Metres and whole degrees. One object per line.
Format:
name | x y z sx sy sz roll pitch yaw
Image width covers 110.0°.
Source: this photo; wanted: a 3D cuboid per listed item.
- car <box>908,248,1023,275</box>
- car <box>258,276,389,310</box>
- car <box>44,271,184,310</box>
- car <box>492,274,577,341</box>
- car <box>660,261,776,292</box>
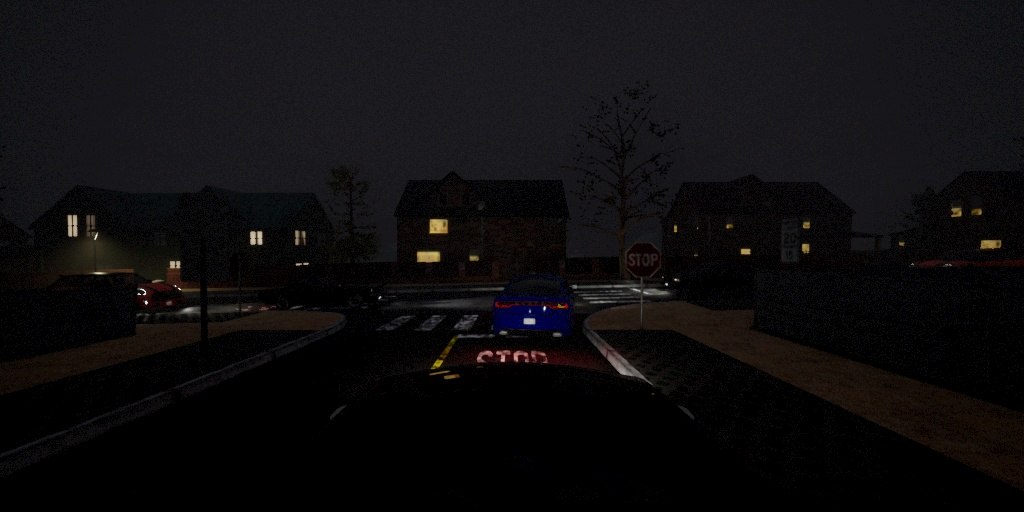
car | 22.977 0.488 18.170 4.553 1.767 2.097 -1 1 0
car | -7.813 1.506 15.210 4.718 1.301 1.895 -1 1 0
car | -16.800 1.471 15.202 4.553 1.767 2.097 -1 1 0
car | 0.786 1.226 10.003 1.882 1.535 5.008 0 0 10
car | 10.446 0.979 18.139 5.357 1.411 2.033 -1 1 -1
